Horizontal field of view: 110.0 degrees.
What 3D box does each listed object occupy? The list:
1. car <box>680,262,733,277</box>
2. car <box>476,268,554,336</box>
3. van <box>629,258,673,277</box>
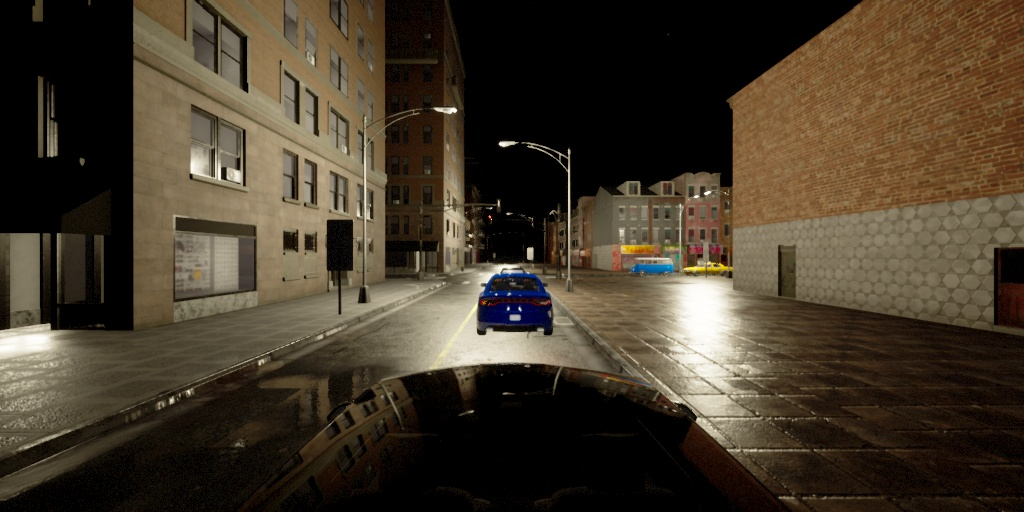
[{"bbox_3d":[19.060,1.265,35.056,4.829,1.417,1.751,0,0,0],"label":"car"},{"bbox_3d":[0.069,1.227,10.488,1.882,1.535,5.008,0,0,0],"label":"car"},{"bbox_3d":[13.618,1.085,35.044,3.998,1.789,1.690,0,0,0],"label":"van"}]
